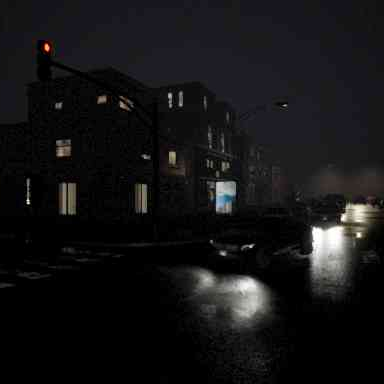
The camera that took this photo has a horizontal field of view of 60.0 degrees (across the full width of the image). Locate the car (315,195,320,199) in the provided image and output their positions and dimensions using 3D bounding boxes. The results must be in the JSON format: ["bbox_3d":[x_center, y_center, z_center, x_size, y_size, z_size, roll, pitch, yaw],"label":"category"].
[{"bbox_3d":[14.574,1.448,40.381,1.967,1.590,4.097,0,0,25],"label":"car"}]

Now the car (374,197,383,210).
[{"bbox_3d":[24.499,1.561,41.814,2.008,1.369,4.403,0,0,25],"label":"car"}]

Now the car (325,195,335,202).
[{"bbox_3d":[33.315,1.471,80.385,1.967,1.590,4.097,0,0,25],"label":"car"}]

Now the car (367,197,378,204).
[{"bbox_3d":[36.212,1.606,66.816,1.802,1.307,4.206,0,0,25],"label":"car"}]

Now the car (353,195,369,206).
[{"bbox_3d":[28.859,1.495,57.238,1.882,1.535,5.008,0,0,25],"label":"car"}]

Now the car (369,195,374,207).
[{"bbox_3d":[29.185,1.455,51.814,1.967,1.590,4.097,0,0,25],"label":"car"}]

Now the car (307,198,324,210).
[{"bbox_3d":[16.844,1.535,45.228,1.752,1.417,4.829,0,0,25],"label":"car"}]

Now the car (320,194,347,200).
[{"bbox_3d":[15.623,1.226,36.312,2.150,2.045,5.566,0,0,25],"label":"car"}]

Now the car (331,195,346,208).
[{"bbox_3d":[22.365,1.418,50.680,2.097,1.767,4.553,0,0,25],"label":"car"}]

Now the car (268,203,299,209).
[{"bbox_3d":[5.203,1.584,20.380,1.802,1.307,4.206,0,0,25],"label":"car"}]

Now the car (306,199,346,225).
[{"bbox_3d":[9.824,1.496,24.097,2.128,1.511,4.902,0,0,26],"label":"car"}]

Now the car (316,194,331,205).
[{"bbox_3d":[23.945,1.332,60.384,2.192,1.841,5.009,0,0,25],"label":"car"}]

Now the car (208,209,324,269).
[{"bbox_3d":[2.550,1.527,11.408,1.812,1.442,4.674,0,0,45],"label":"car"}]

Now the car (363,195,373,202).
[{"bbox_3d":[43.240,1.477,81.816,1.967,1.590,4.097,0,0,25],"label":"car"}]

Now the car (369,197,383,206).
[{"bbox_3d":[31.527,1.569,56.816,2.008,1.369,4.403,0,0,25],"label":"car"}]

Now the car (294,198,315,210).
[{"bbox_3d":[9.888,1.555,30.380,2.008,1.369,4.403,0,0,25],"label":"car"}]
